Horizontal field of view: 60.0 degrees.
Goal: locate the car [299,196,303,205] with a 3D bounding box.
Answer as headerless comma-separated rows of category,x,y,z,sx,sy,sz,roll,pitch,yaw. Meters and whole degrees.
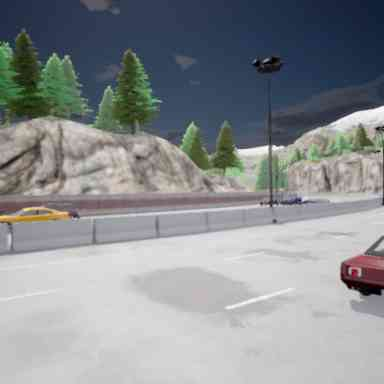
car,19.035,1.556,52.411,1.895,1.301,4.718,-1,0,37

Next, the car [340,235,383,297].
car,5.313,1.554,7.421,4.718,1.301,1.895,-1,0,-39

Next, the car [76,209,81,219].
car,-11.290,1.698,26.225,4.553,1.767,2.097,-1,0,-38

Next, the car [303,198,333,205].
car,17.118,1.491,44.156,2.033,1.411,5.357,-1,0,40

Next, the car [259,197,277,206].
car,13.037,1.587,56.076,1.837,1.490,4.892,-1,0,37

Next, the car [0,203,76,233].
car,-10.770,1.793,22.227,5.008,1.535,1.882,-1,0,-37

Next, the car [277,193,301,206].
car,16.548,1.234,54.982,2.150,2.045,5.566,-1,0,36

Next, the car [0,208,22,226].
car,-16.455,2.040,26.693,4.718,1.301,1.895,-1,0,-36
